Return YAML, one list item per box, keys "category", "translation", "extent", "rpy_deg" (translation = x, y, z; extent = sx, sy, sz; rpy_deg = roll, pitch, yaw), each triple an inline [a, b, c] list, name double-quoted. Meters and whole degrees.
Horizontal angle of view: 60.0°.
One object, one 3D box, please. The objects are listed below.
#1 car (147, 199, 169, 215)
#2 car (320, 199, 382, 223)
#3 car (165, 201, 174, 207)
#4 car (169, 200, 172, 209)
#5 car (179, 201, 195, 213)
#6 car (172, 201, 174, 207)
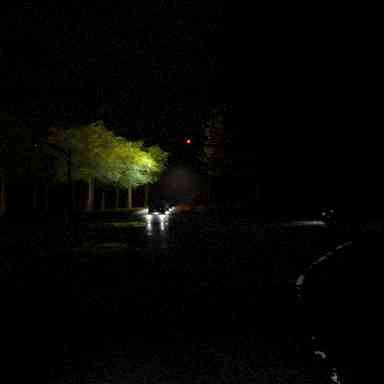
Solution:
- category: "car"
  translation: [-4.196, 1.902, 40.092]
  extent: [1.837, 1.490, 4.892]
  rpy_deg: [0, -1, -1]
- category: "car"
  translation: [10.177, 1.107, 20.602]
  extent: [4.181, 1.385, 1.994]
  rpy_deg: [-2, -1, 2]
- category: "car"
  translation: [-4.891, 2.696, 73.389]
  extent: [1.895, 1.301, 4.718]
  rpy_deg: [0, -2, -1]
- category: "car"
  translation: [-4.421, 2.092, 49.847]
  extent: [1.812, 1.442, 4.674]
  rpy_deg: [0, -1, -1]
- category: "car"
  translation: [-0.591, 1.922, 42.882]
  extent: [1.882, 1.535, 5.008]
  rpy_deg: [0, -1, -1]
- category: "car"
  translation: [-4.639, 2.106, 59.626]
  extent: [2.097, 1.767, 4.553]
  rpy_deg: [0, -1, -1]
